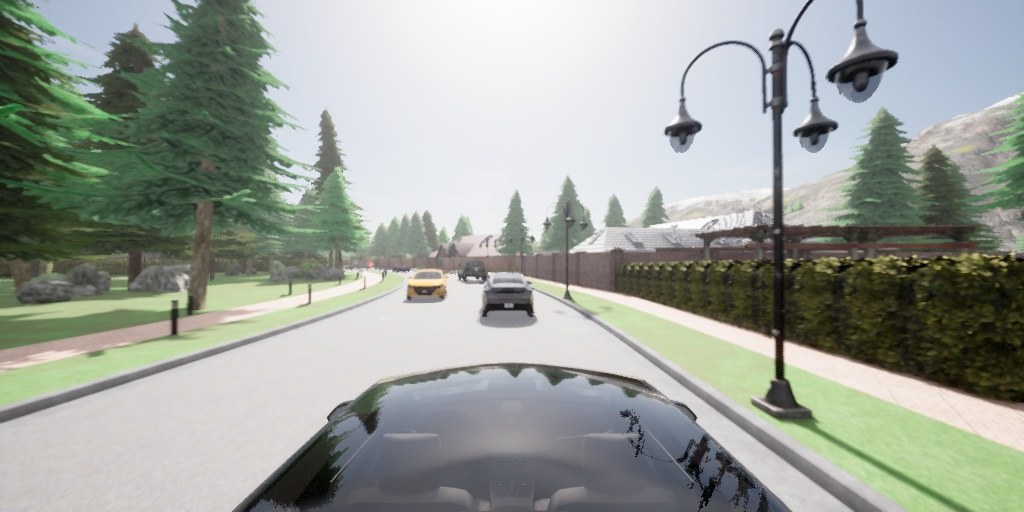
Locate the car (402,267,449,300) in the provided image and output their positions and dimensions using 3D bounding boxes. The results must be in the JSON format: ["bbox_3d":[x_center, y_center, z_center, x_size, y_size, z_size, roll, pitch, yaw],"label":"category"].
[{"bbox_3d":[-4.499,1.459,19.597,1.882,1.535,5.008,0,-1,-7],"label":"car"}]

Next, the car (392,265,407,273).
[{"bbox_3d":[-18.003,2.083,58.321,1.895,1.301,4.718,0,-1,-31],"label":"car"}]

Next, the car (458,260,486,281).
[{"bbox_3d":[-4.048,1.412,35.772,2.150,2.045,5.566,0,-1,-16],"label":"car"}]

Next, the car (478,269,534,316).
[{"bbox_3d":[-0.240,1.416,14.202,1.837,1.490,4.892,0,-1,-3],"label":"car"}]
